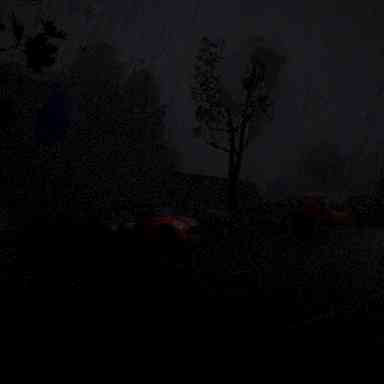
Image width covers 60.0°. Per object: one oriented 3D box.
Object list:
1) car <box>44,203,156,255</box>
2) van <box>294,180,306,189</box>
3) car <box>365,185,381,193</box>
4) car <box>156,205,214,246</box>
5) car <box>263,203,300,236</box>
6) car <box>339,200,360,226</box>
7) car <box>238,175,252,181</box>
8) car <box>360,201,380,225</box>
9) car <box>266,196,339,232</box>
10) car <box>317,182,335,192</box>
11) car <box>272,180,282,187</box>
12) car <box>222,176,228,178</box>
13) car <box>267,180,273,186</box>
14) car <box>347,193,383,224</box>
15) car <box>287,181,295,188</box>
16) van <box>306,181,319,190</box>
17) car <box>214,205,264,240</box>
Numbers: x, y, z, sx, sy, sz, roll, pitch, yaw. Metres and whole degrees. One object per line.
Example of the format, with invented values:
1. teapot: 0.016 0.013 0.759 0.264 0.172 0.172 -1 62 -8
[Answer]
1. car: -4.029 1.370 13.613 4.553 1.767 2.185 -1 -1 35
2. van: 25.047 -1.625 74.126 1.878 1.987 4.442 7 3 35
3. car: 33.738 -0.288 61.901 2.435 2.045 5.566 7 3 35
4. car: -1.633 1.378 15.396 4.553 1.767 2.185 -1 -1 35
5. car: 3.255 1.550 18.865 4.792 1.488 2.163 -1 -1 35
6. car: 8.021 1.542 22.435 5.366 1.575 1.946 -1 -1 35
7. car: 14.804 -3.035 89.157 1.946 1.575 5.366 7 3 34
8. car: 10.628 1.594 24.062 4.674 1.452 2.002 -1 -1 35
9. car: 5.701 1.280 20.610 5.566 2.045 2.435 -1 -1 35
10. car: 28.532 -0.853 69.290 2.231 1.521 4.892 7 3 35
11. car: 21.644 -1.904 79.180 2.002 1.452 4.674 7 3 35
12. car: 11.162 -3.710 93.885 2.185 1.767 4.553 6 3 34
13. car: 19.904 -2.177 81.643 2.002 1.452 4.674 7 3 35
14. car: 13.057 1.315 25.819 5.566 2.045 2.435 -1 -1 35
15. car: 23.474 -1.672 76.858 1.946 1.575 5.366 7 3 35
16. van: 26.775 -1.352 71.654 1.878 1.987 4.442 7 3 35
17. car: 0.834 1.512 17.120 4.892 1.521 2.231 -1 -1 35
